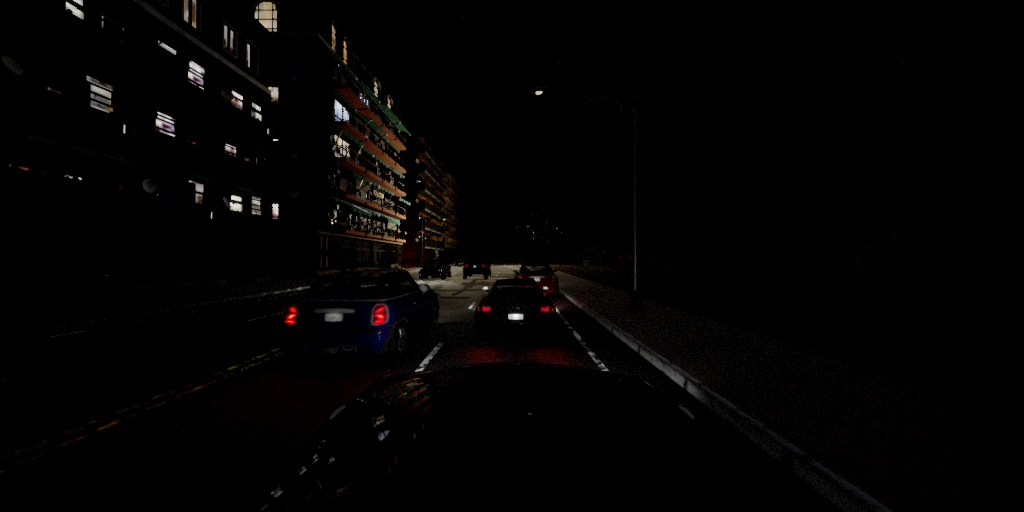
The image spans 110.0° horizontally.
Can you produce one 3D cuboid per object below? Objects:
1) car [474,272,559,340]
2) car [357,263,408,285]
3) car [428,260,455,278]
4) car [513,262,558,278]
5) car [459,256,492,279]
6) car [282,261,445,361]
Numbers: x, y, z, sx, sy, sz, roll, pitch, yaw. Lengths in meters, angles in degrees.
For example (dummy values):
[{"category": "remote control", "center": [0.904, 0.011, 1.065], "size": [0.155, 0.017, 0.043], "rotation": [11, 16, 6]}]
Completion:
[{"category": "car", "center": [0.101, 1.315, 9.954], "size": [1.994, 1.385, 4.181], "rotation": [0, 0, 0]}, {"category": "car", "center": [-9.830, 1.299, 27.813], "size": [2.033, 1.411, 5.357], "rotation": [0, 0, 0]}, {"category": "car", "center": [-6.577, 1.104, 30.928], "size": [2.097, 1.767, 4.553], "rotation": [0, 0, 0]}, {"category": "car", "center": [1.151, 1.103, 18.533], "size": [2.097, 1.767, 4.553], "rotation": [0, 0, 0]}, {"category": "car", "center": [-3.125, 0.974, 32.837], "size": [2.150, 2.045, 5.566], "rotation": [0, 0, 0]}, {"category": "car", "center": [-3.145, 1.104, 8.458], "size": [2.097, 1.767, 4.553], "rotation": [0, 0, 0]}]
